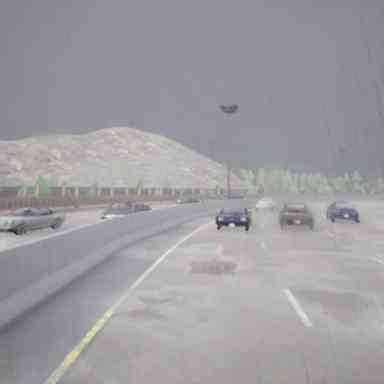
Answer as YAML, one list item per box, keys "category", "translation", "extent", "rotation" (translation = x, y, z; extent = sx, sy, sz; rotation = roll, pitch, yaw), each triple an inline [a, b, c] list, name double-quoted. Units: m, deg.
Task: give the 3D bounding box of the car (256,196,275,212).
- category: "car"
  translation: [8.399, 1.382, 37.131]
  extent: [1.812, 1.442, 4.674]
  rotation: [0, 0, 24]

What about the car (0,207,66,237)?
- category: "car"
  translation: [-8.785, 1.483, 17.669]
  extent: [1.895, 1.301, 4.718]
  rotation: [0, 0, 11]

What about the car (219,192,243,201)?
- category: "car"
  translation: [6.752, 0.977, 56.288]
  extent: [2.150, 2.045, 5.566]
  rotation: [0, 0, 34]

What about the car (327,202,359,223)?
- category: "car"
  translation: [11.194, 1.451, 24.876]
  extent: [1.812, 1.442, 4.674]
  rotation: [0, 0, 17]

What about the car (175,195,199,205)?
- category: "car"
  translation: [-0.740, 1.252, 50.525]
  extent: [2.128, 1.511, 4.902]
  rotation: [0, 0, 29]

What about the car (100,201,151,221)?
- category: "car"
  translation: [-4.258, 1.371, 22.002]
  extent: [2.128, 1.511, 4.902]
  rotation: [0, 0, 14]

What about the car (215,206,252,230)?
- category: "car"
  translation: [2.675, 1.515, 20.343]
  extent: [1.895, 1.301, 4.718]
  rotation: [0, 0, 13]

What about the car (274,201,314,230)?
- category: "car"
  translation: [6.368, 1.419, 20.596]
  extent: [2.128, 1.511, 4.902]
  rotation: [0, 0, 14]

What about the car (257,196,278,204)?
- category: "car"
  translation: [13.748, 1.370, 60.133]
  extent: [1.895, 1.301, 4.718]
  rotation: [0, 0, 37]
